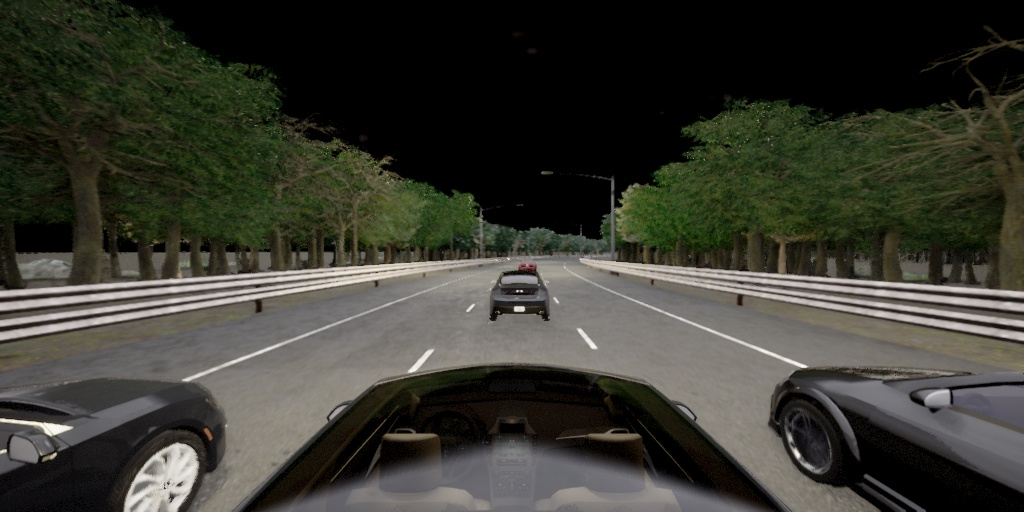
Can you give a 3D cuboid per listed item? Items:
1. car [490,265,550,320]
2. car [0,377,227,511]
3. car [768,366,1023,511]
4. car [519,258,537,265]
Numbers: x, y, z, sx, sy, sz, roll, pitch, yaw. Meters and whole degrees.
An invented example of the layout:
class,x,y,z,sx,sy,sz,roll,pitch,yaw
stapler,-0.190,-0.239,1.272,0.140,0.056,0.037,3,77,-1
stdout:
class,x,y,z,sx,sy,sz,roll,pitch,yaw
car,0.275,1.249,12.553,1.837,1.490,4.892,0,0,1
car,-3.373,1.252,1.083,1.837,1.490,4.892,0,0,0
car,3.633,1.317,1.971,1.994,1.385,4.181,0,0,0
car,1.887,1.053,42.438,2.097,1.767,4.553,0,0,5
